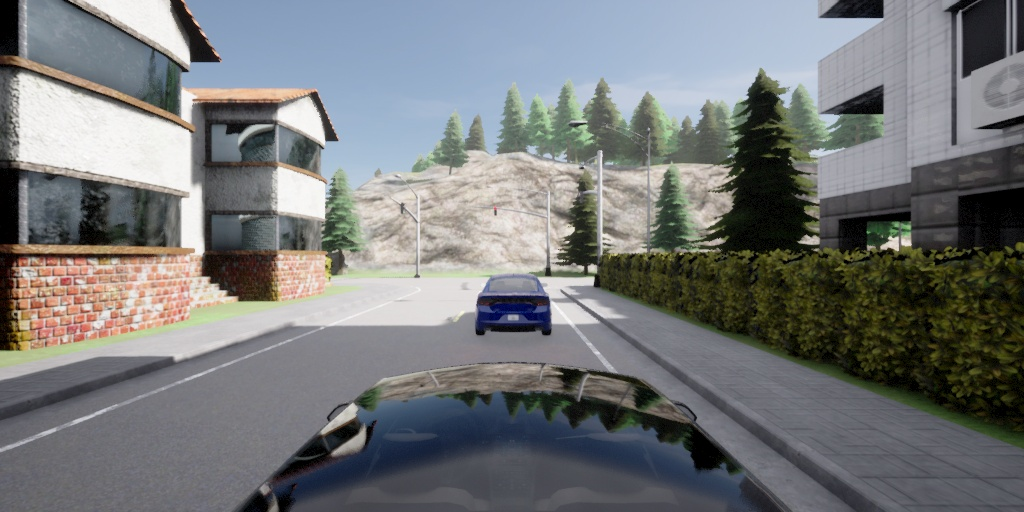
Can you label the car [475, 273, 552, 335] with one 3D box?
[{"bbox_3d":[0.050,1.226,10.488,1.882,1.535,5.008,0,0,0],"label":"car"}]
